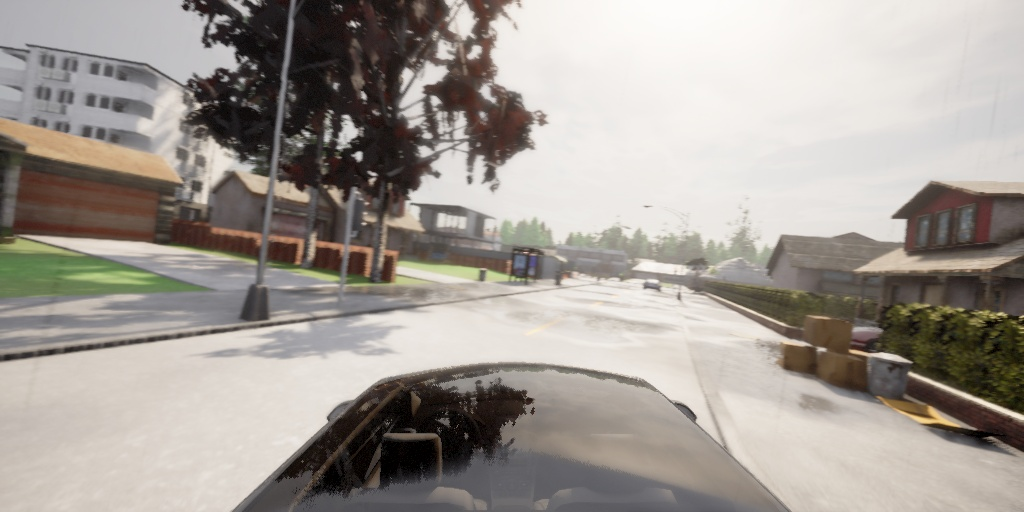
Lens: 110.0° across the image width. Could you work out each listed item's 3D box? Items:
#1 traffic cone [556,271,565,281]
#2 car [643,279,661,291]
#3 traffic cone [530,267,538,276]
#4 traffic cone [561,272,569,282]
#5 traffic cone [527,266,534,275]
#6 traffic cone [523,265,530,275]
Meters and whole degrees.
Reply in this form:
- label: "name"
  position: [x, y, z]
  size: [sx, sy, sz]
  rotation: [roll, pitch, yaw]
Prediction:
- label: "traffic cone"
  position: [5.976, 2.439, 44.148]
  size: [0.344, 0.586, 0.344]
  rotation: [0, 0, 23]
- label: "car"
  position: [17.403, 3.544, 44.410]
  size: [1.994, 1.385, 4.181]
  rotation: [7, 0, 24]
- label: "traffic cone"
  position: [3.086, 2.108, 49.784]
  size: [0.344, 0.586, 0.344]
  rotation: [0, 0, 23]
- label: "traffic cone"
  position: [6.428, 2.520, 43.388]
  size: [0.344, 0.586, 0.344]
  rotation: [0, 0, 23]
- label: "traffic cone"
  position: [2.706, 2.061, 50.339]
  size: [0.344, 0.586, 0.344]
  rotation: [0, 0, 23]
- label: "traffic cone"
  position: [2.140, 2.024, 51.666]
  size: [0.344, 0.586, 0.344]
  rotation: [0, 0, 23]
